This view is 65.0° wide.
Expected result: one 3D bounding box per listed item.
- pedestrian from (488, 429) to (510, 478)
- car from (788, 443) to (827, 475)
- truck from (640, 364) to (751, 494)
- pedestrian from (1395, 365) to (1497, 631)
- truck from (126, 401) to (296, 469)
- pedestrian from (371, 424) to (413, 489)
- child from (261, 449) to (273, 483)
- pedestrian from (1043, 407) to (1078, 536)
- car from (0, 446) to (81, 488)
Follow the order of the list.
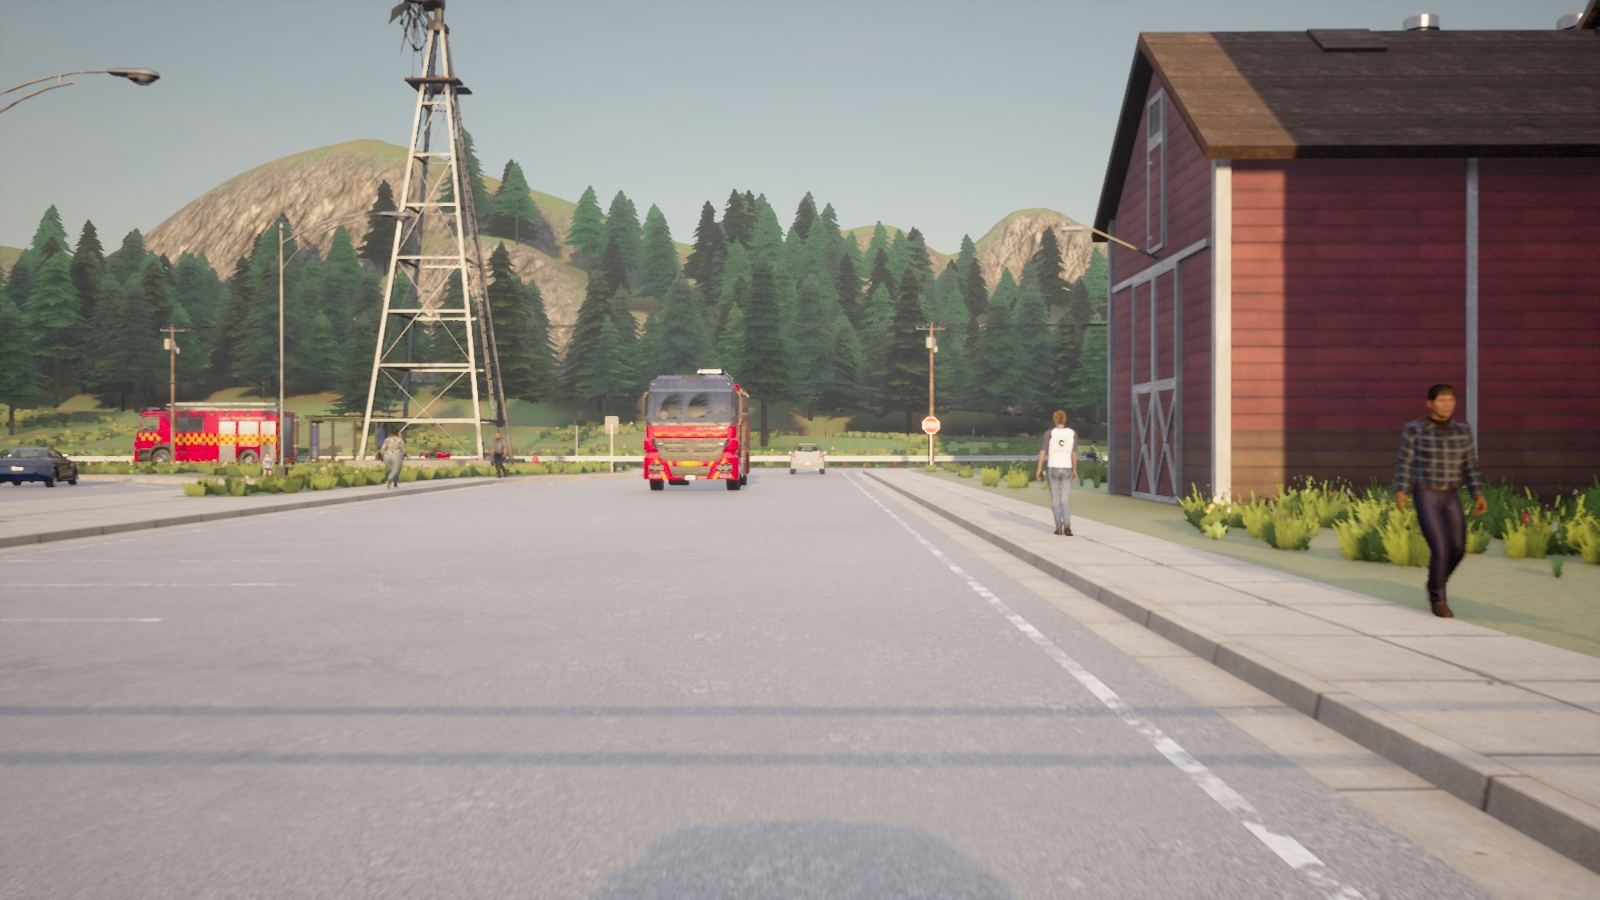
[{"bbox_3d":[-11.246,0.129,46.938,0.540,1.848,0.694,0,0,12],"label":"pedestrian"},{"bbox_3d":[0.360,0.421,60.479,1.845,1.501,3.633,0,0,0],"label":"car"},{"bbox_3d":[-3.249,-0.653,41.219,2.891,3.827,8.468,0,0,0],"label":"truck"},{"bbox_3d":[4.939,0.352,9.638,0.423,1.949,0.788,0,0,5],"label":"pedestrian"},{"bbox_3d":[-33.992,-0.854,72.678,8.468,3.827,2.891,0,0,1],"label":"truck"},{"bbox_3d":[-11.877,0.186,36.593,0.874,1.855,0.900,0,0,5],"label":"pedestrian"},{"bbox_3d":[-17.501,0.532,41.211,0.255,1.110,0.394,0,0,-7],"label":"child"},{"bbox_3d":[3.768,0.302,18.202,0.354,1.836,0.706,0,0,0],"label":"pedestrian"},{"bbox_3d":[-26.564,0.544,43.530,1.994,1.385,4.181,0,0,-17],"label":"car"}]
